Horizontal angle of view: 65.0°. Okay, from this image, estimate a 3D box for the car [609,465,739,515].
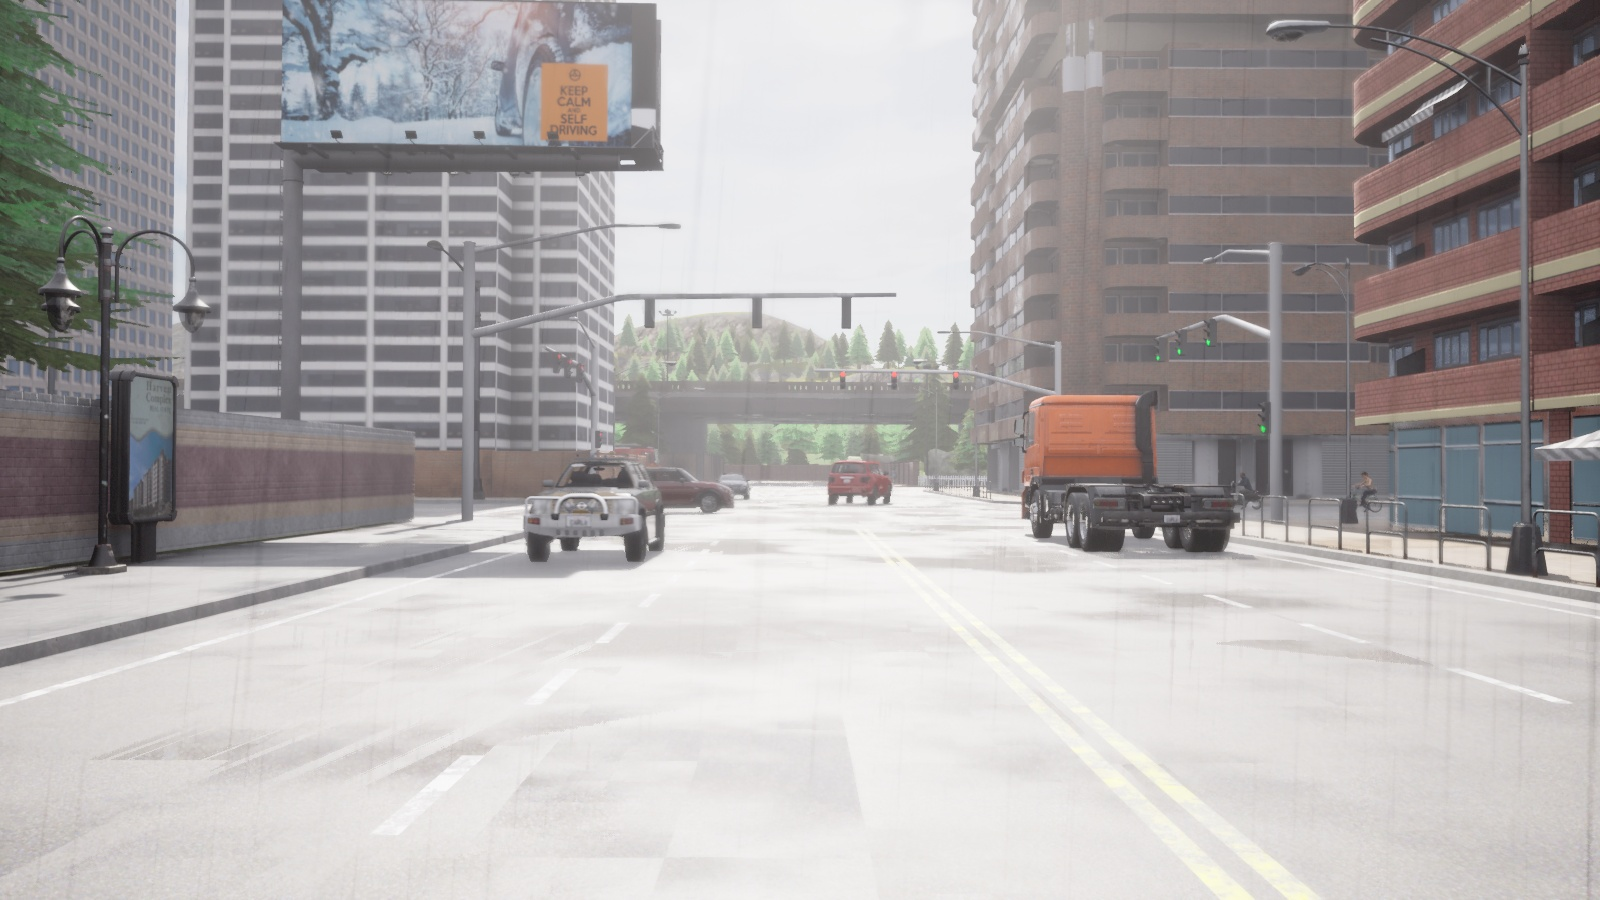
[{"bbox_3d":[-4.591,1.467,46.326,4.553,1.767,2.097,0,-1,0],"label":"car"}]

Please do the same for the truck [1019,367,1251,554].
[{"bbox_3d":[6.917,0.263,27.349,2.891,3.462,7.936,0,-1,0],"label":"truck"}]

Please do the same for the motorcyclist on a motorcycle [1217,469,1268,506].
[{"bbox_3d":[18.769,1.585,53.265,1.817,1.590,0.866,0,-1,0],"label":"motorcyclist on a motorcycle"}]

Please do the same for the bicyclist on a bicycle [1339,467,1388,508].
[{"bbox_3d":[22.322,1.495,49.752,1.509,1.612,0.866,0,-1,0],"label":"bicyclist on a bicycle"}]

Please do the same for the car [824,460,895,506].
[{"bbox_3d":[2.856,1.512,59.125,2.150,2.045,5.566,0,-1,16],"label":"car"}]

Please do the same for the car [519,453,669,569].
[{"bbox_3d":[-3.563,1.023,22.534,1.932,1.855,4.605,0,-1,0],"label":"car"}]

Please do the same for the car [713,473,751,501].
[{"bbox_3d":[-3.696,2.011,68.991,1.812,1.442,4.674,0,-1,0],"label":"car"}]
